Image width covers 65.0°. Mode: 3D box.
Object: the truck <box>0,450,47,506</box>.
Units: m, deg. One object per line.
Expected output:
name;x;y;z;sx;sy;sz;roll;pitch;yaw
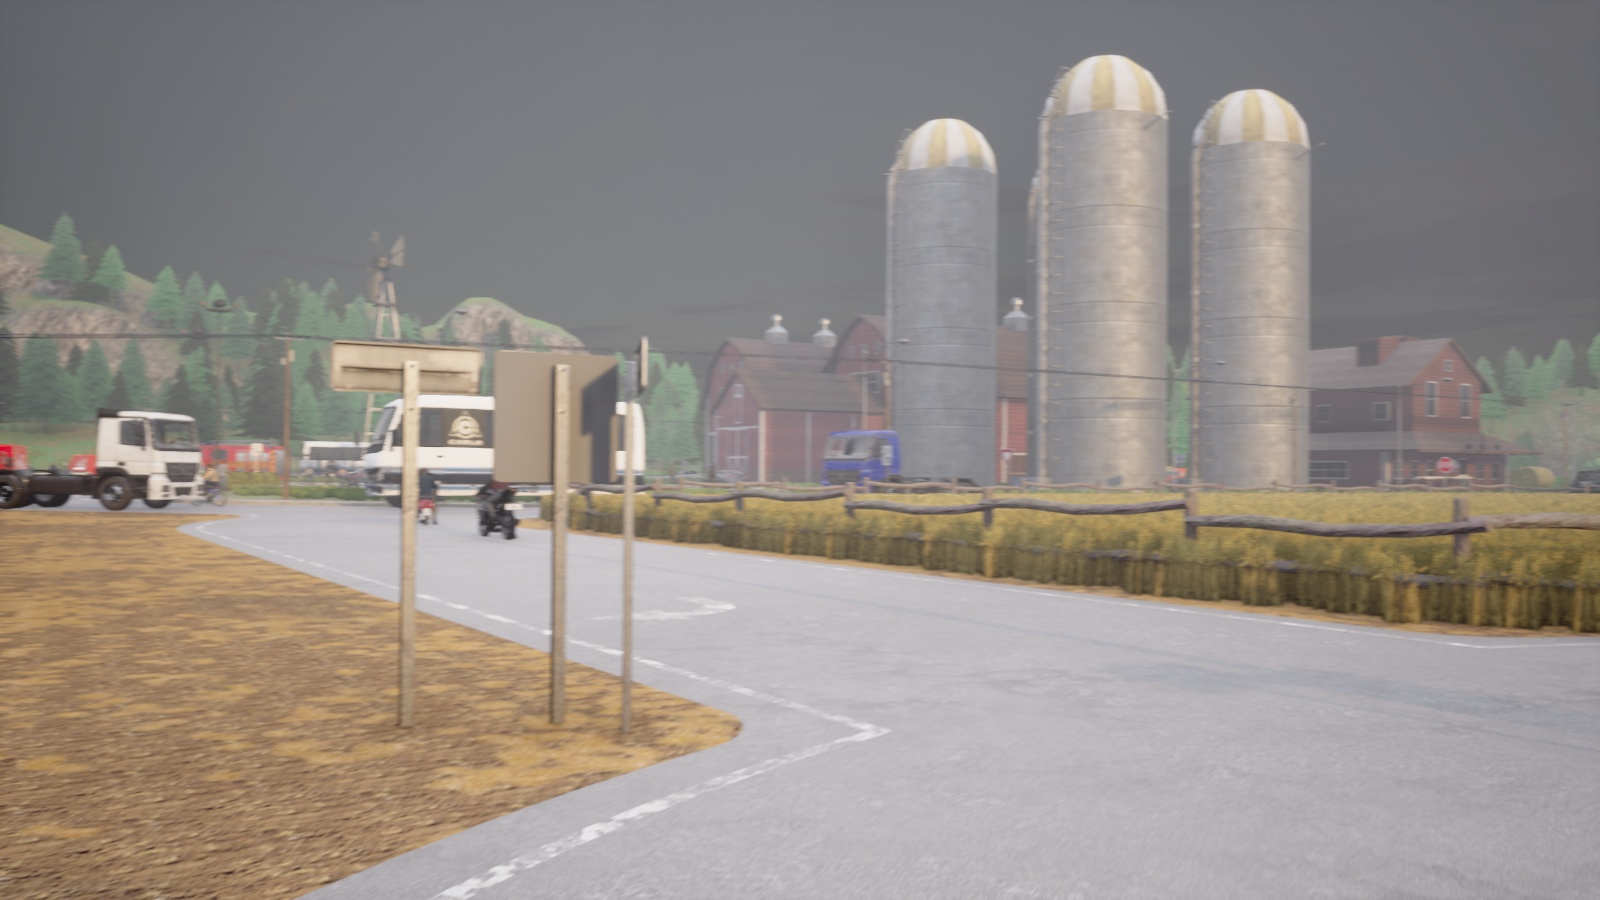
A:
truck;-36.429;1.282;57.482;2.627;2.467;5.204;0;-1;-23

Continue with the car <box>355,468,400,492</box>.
car;-29.707;2.073;88.240;2.152;1.651;5.027;1;-1;-29

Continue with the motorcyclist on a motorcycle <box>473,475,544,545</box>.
motorcyclist on a motorcycle;-6.625;1.329;28.464;0.866;1.530;2.191;1;-1;-33

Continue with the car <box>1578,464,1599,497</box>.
car;51.311;1.889;78.411;5.566;2.045;2.150;1;-1;-29

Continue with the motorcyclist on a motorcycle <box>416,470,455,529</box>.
motorcyclist on a motorcycle;-10.071;1.350;34.651;0.866;1.590;1.817;0;-1;-22

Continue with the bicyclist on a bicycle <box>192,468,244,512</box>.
bicyclist on a bicycle;-21.748;1.489;46.928;1.509;1.612;0.866;0;-1;8

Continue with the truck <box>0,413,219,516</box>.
truck;-24.871;0.506;43.827;7.936;3.462;2.891;0;-1;5

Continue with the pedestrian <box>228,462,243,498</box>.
pedestrian;-29.332;1.560;65.246;0.354;1.836;0.706;0;-1;17

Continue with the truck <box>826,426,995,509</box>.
truck;5.070;0.792;56.463;7.936;3.462;2.891;1;-1;-42

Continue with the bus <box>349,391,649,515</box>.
bus;-11.233;0.224;47.177;10.273;4.253;3.944;1;-2;-27

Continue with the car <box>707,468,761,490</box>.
car;-5.167;2.245;97.685;2.152;1.651;5.027;1;-1;-30
